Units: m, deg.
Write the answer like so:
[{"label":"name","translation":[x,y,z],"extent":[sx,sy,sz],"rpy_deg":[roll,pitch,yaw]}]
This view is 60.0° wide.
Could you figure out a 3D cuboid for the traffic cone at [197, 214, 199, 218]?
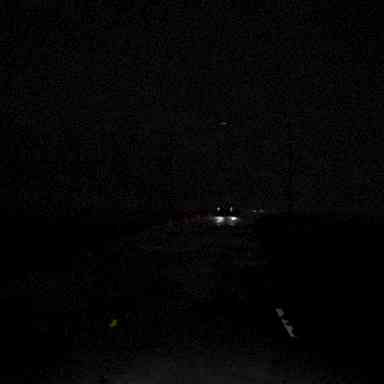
[{"label":"traffic cone","translation":[0.643,2.526,35.501],"extent":[0.340,0.580,0.340],"rpy_deg":[-1,-2,15]}]

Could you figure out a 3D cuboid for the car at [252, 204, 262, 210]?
[{"label":"car","translation":[16.117,3.723,82.729],"extent":[2.097,1.767,4.553],"rpy_deg":[0,-2,7]}]

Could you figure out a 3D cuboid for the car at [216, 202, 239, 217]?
[{"label":"car","translation":[4.399,2.062,40.407],"extent":[2.097,1.767,4.553],"rpy_deg":[-1,-2,18]}]

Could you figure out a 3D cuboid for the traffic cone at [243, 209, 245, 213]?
[{"label":"traffic cone","translation":[9.205,3.360,59.228],"extent":[0.340,0.580,0.340],"rpy_deg":[-1,-2,21]}]
